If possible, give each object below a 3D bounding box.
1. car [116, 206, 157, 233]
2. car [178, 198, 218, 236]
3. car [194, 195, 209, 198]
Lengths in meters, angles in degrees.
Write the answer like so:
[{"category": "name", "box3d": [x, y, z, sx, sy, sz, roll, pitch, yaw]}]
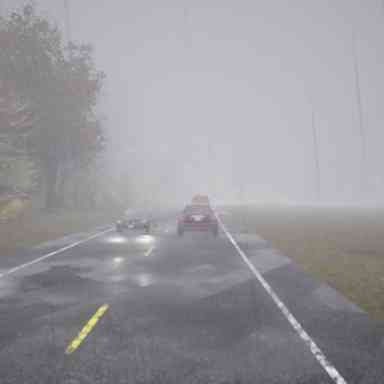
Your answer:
[{"category": "car", "box3d": [-3.214, 1.587, 20.062, 1.812, 1.442, 4.674, 0, 0, 1]}, {"category": "car", "box3d": [0.348, 1.408, 18.974, 2.097, 1.767, 4.553, 0, 0, 1]}, {"category": "car", "box3d": [1.103, 1.374, 39.536, 2.150, 2.045, 5.566, 0, 0, 3]}]
